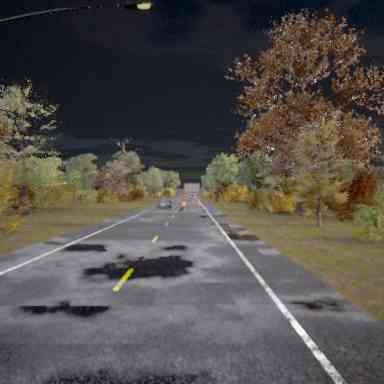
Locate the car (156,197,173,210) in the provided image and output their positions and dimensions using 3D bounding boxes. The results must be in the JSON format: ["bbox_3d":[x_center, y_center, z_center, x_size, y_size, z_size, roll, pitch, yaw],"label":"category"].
[{"bbox_3d":[-3.579,1.466,43.461,2.128,1.511,4.902,0,0,0],"label":"car"}]

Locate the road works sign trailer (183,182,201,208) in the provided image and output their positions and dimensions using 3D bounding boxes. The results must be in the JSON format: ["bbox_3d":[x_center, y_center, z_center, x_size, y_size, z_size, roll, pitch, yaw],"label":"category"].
[{"bbox_3d":[0.001,0.436,47.204,2.380,3.560,2.880,0,0,0],"label":"road works sign trailer"}]
